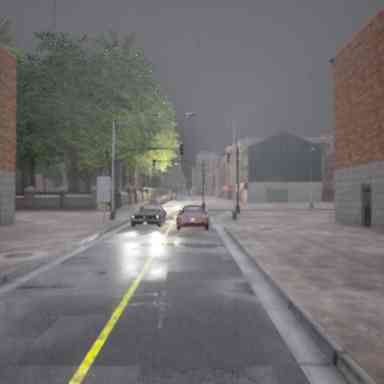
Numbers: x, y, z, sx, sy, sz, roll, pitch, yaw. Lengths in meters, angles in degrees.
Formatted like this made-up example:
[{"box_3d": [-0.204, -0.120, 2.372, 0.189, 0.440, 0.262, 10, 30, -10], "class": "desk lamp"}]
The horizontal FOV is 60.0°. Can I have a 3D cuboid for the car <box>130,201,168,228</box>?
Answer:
[{"box_3d": [-2.726, 1.516, 21.619, 1.895, 1.301, 4.718, 0, 0, 1], "class": "car"}]

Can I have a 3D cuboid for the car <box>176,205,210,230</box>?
[{"box_3d": [0.057, 1.485, 20.570, 1.994, 1.385, 4.181, 0, 0, 1], "class": "car"}]

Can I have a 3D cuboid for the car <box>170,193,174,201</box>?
[{"box_3d": [-5.546, 1.361, 73.147, 1.802, 1.307, 4.206, 1, 0, 0], "class": "car"}]

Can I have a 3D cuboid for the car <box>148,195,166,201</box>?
[{"box_3d": [-5.424, 1.376, 49.661, 2.008, 1.369, 4.403, 1, 0, 0], "class": "car"}]

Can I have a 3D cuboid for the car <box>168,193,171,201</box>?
[{"box_3d": [-5.477, 1.361, 62.247, 1.947, 1.339, 4.313, 1, 0, 0], "class": "car"}]

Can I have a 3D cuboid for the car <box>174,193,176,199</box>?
[{"box_3d": [-5.575, 1.090, 78.597, 2.192, 1.841, 5.009, 1, 0, 0], "class": "car"}]

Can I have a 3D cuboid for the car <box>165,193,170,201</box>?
[{"box_3d": [-5.442, 1.358, 56.797, 2.008, 1.369, 4.403, 1, 0, 0], "class": "car"}]
